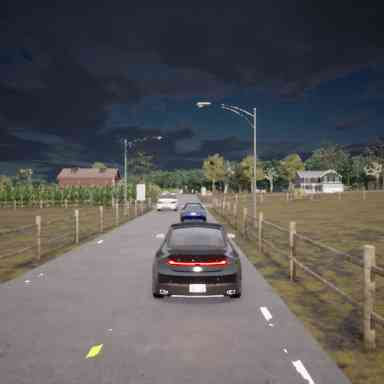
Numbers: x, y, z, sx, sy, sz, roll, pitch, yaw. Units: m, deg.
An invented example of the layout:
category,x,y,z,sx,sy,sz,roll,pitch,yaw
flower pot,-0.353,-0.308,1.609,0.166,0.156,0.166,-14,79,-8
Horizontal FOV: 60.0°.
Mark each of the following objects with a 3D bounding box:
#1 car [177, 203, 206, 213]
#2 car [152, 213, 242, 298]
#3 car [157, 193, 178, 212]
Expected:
category,x,y,z,sx,sy,sz,roll,pitch,yaw
car,0.105,1.538,26.150,1.994,1.385,4.181,0,0,0
car,0.101,1.505,8.489,1.837,1.490,4.892,0,0,0
car,-2.761,1.169,38.679,2.150,2.045,5.566,0,0,0
